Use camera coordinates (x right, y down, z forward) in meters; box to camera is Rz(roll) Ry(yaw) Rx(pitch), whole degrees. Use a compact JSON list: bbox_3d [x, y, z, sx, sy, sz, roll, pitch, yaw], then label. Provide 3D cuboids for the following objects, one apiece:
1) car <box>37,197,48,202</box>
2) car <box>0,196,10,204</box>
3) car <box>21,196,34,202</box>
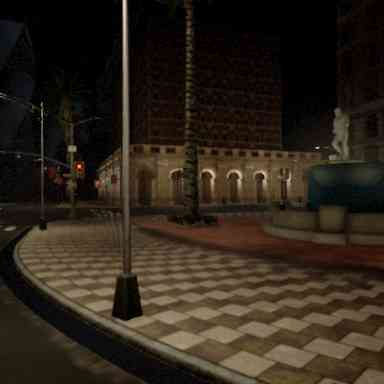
[{"bbox_3d":[-39.166,1.938,86.547,2.033,1.411,5.357,0,0,-21],"label":"car"},{"bbox_3d":[-41.943,1.859,74.020,1.882,1.535,5.008,0,0,-21],"label":"car"},{"bbox_3d":[-42.590,1.768,85.694,2.097,1.767,4.553,0,0,-21],"label":"car"}]
